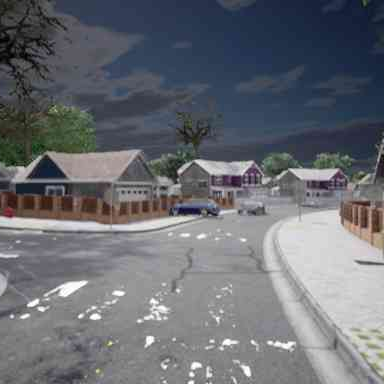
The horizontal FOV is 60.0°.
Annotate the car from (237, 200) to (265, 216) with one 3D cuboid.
[{"bbox_3d":[6.084,1.576,33.626,1.812,1.442,4.674,0,0,27],"label":"car"}]

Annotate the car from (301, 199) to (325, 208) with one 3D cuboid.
[{"bbox_3d":[18.346,1.782,50.634,1.895,1.301,4.718,1,0,44],"label":"car"}]

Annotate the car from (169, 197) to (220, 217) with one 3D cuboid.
[{"bbox_3d":[0.149,1.331,29.859,4.553,1.767,2.097,-1,-1,30],"label":"car"}]
